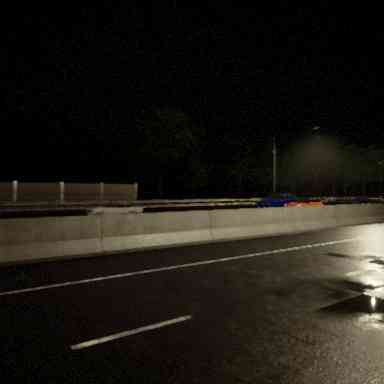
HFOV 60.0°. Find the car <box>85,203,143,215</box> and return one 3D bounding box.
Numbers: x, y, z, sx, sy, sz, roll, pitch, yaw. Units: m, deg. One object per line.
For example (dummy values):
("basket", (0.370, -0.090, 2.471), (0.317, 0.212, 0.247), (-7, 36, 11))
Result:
("car", (-6.810, 1.600, 29.224), (4.718, 1.301, 1.895), (0, 0, -35))

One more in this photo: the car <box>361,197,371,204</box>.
("car", (26.862, 1.539, 53.144), (4.674, 1.442, 1.812), (0, 0, -35))

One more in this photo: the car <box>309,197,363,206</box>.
("car", (13.309, 1.507, 30.660), (4.892, 1.490, 1.837), (0, 0, -35))

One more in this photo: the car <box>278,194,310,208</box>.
("car", (11.215, 1.355, 33.465), (4.553, 1.767, 2.097), (0, 0, -35))

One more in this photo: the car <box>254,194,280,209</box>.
("car", (9.297, 1.223, 36.398), (5.566, 2.045, 2.150), (0, 0, -35))
